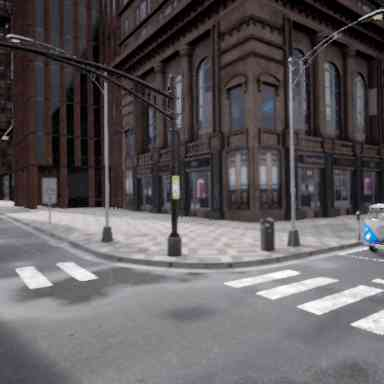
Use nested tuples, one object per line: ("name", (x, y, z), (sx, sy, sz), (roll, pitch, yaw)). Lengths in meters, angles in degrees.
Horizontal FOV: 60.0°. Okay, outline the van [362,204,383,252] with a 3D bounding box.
("van", (7.970, 1.286, 12.343), (3.998, 1.788, 1.690), (-1, -1, -35))
